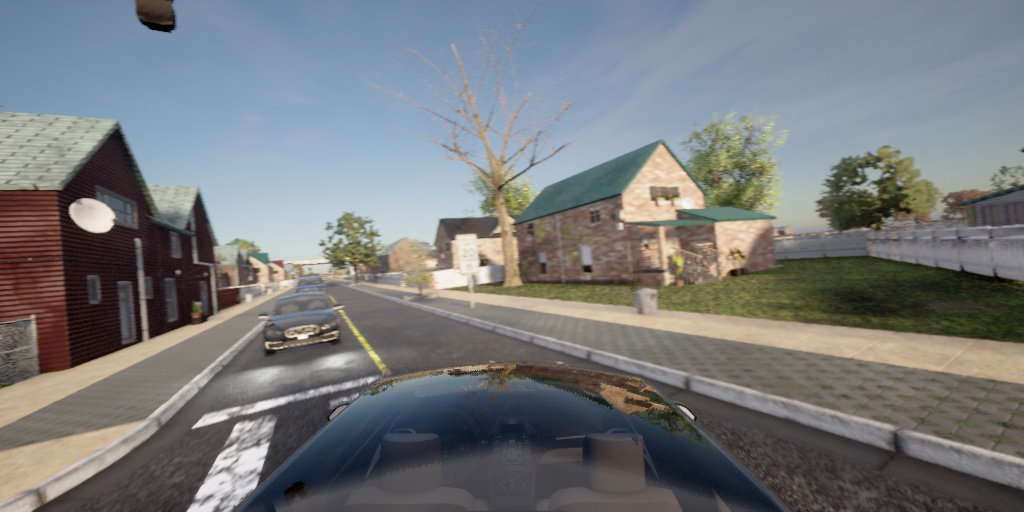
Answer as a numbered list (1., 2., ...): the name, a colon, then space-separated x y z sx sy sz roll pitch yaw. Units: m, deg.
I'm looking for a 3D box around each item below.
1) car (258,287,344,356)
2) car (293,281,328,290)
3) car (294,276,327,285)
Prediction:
1. car: -6.527 1.949 11.287 1.837 1.490 4.892 -5 -1 -29
2. car: -11.060 2.435 19.585 2.128 1.511 4.902 -5 -1 -29
3. car: -16.373 2.743 29.277 2.150 2.045 5.566 -5 -1 -29
